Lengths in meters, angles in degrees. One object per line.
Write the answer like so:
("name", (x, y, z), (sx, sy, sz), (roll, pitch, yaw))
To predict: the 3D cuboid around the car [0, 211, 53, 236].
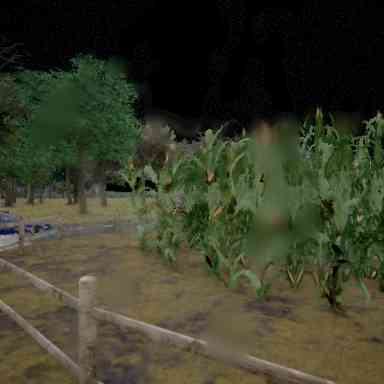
("car", (-10.019, 1.653, 17.024), (2.033, 1.411, 5.357), (-2, -2, 36))
